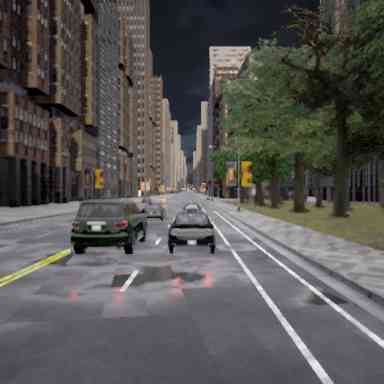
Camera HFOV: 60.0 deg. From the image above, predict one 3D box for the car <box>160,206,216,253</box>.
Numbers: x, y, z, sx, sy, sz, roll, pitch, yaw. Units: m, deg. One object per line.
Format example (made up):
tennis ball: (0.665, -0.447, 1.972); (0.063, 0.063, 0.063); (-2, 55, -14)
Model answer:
car: (0.005, 1.596, 14.284); (2.128, 1.511, 4.902); (0, 0, 0)

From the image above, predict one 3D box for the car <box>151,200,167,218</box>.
car: (-3.252, 1.720, 28.972); (2.033, 1.411, 5.357); (0, 0, 0)

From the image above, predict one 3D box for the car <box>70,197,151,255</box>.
car: (-3.250, 1.318, 13.994); (2.150, 2.045, 5.566); (0, 0, 0)

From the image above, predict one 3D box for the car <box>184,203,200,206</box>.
car: (0.003, 1.700, 29.357); (1.812, 1.442, 4.674); (0, 0, 0)

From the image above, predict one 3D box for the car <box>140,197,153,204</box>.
car: (-9.758, 1.864, 71.632); (2.033, 1.411, 5.357); (0, 0, 0)

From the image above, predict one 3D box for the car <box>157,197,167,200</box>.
car: (-6.508, 1.802, 71.632); (1.882, 1.535, 5.008); (0, 0, 0)
